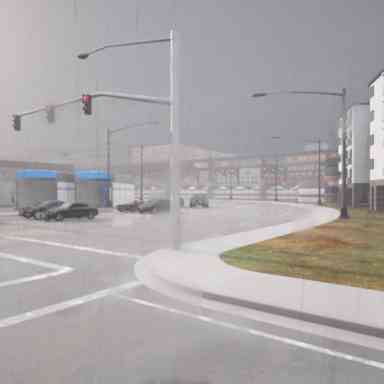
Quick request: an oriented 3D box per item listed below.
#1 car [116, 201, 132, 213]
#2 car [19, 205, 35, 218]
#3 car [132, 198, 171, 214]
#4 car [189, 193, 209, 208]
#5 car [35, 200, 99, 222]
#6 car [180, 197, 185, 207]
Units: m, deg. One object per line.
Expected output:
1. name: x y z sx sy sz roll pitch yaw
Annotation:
1. car: -6.425 1.592 37.629 1.895 1.301 4.718 0 0 28
2. car: -12.365 1.496 28.829 1.837 1.490 4.892 0 0 36
3. car: -3.838 1.496 35.236 1.837 1.490 4.892 0 0 29
4. car: 1.101 1.209 48.256 2.150 2.045 5.566 0 0 10
5. car: -9.658 1.518 26.602 1.812 1.442 4.674 0 0 36
6. car: -2.394 1.493 48.698 1.837 1.490 4.892 0 0 12
